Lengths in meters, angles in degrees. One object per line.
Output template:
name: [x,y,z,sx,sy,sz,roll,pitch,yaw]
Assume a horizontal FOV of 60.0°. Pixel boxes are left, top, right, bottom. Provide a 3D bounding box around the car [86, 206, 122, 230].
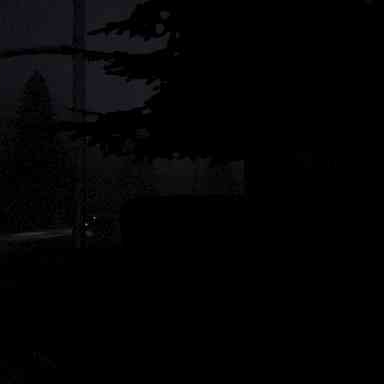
car: [-4.935,1.585,21.338,1.895,1.301,4.718,0,0,36]
